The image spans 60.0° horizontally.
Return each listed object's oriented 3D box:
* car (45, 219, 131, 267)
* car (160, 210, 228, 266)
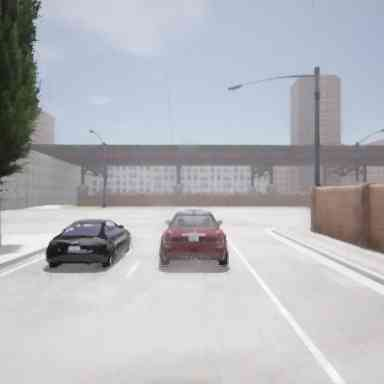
[{"bbox_3d":[-3.430,1.632,11.735,1.994,1.385,4.181,0,0,0],"label":"car"},{"bbox_3d":[0.071,1.420,11.977,2.097,1.767,4.553,0,0,0],"label":"car"}]
